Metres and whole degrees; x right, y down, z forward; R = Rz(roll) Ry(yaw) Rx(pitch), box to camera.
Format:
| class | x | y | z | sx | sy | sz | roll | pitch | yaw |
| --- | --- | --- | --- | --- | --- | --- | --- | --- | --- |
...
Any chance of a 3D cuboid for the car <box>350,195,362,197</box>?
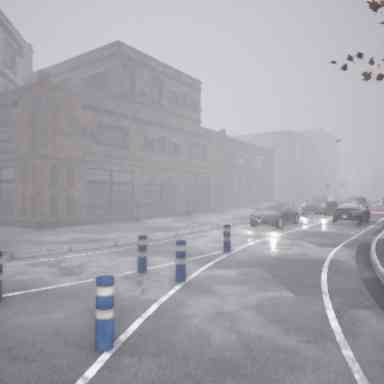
| class | x | y | z | sx | sy | sz | roll | pitch | yaw |
| --- | --- | --- | --- | --- | --- | --- | --- | --- | --- |
| car | 20.737 | 1.084 | 42.092 | 1.994 | 1.385 | 4.181 | 0 | 1 | 36 |

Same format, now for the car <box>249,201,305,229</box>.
| class | x | y | z | sx | sy | sz | roll | pitch | yaw |
| --- | --- | --- | --- | --- | --- | --- | --- | --- | --- |
| car | 5.296 | 1.381 | 21.036 | 1.837 | 1.490 | 4.892 | 0 | 1 | 36 |

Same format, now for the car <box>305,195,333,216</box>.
| class | x | y | z | sx | sy | sz | roll | pitch | yaw |
| --- | --- | --- | --- | --- | --- | --- | --- | --- | --- |
| car | 11.156 | 1.097 | 29.048 | 2.097 | 1.767 | 4.553 | 0 | 1 | 36 |

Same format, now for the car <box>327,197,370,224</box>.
| class | x | y | z | sx | sy | sz | roll | pitch | yaw |
| --- | --- | --- | --- | --- | --- | --- | --- | --- | --- |
| car | 11.092 | 1.360 | 23.106 | 1.812 | 1.442 | 4.674 | 0 | 1 | 36 |
